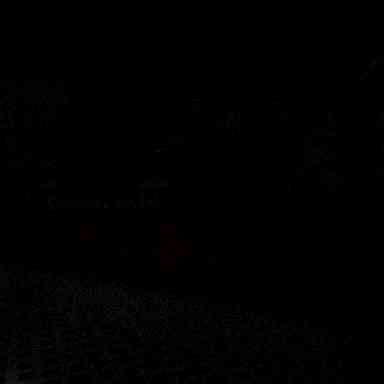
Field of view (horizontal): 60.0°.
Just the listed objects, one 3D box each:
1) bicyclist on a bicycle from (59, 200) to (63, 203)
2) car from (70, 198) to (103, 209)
[{"bbox_3d":[-9.455,1.380,24.359,1.656,1.620,0.582,-3,-2,22],"label":"bicyclist on a bicycle"},{"bbox_3d":[-11.620,1.698,34.638,2.150,2.045,5.566,-3,-2,22],"label":"car"}]
